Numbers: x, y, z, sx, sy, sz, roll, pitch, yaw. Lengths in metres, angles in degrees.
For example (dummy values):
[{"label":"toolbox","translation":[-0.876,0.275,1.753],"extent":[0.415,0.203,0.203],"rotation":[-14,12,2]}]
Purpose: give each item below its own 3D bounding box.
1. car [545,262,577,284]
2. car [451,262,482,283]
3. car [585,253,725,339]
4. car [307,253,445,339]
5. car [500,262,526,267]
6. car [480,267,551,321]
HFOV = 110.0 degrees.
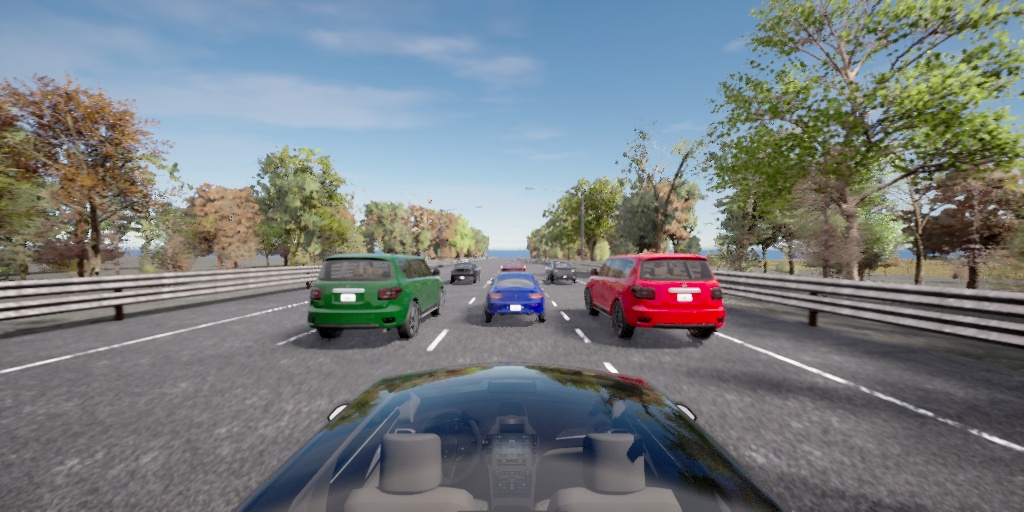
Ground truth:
[{"label":"car","translation":[3.601,1.205,26.803],"extent":[2.128,1.511,4.902],"rotation":[0,0,0]},{"label":"car","translation":[-3.399,1.218,26.905],"extent":[1.837,1.490,4.892],"rotation":[0,0,0]},{"label":"car","translation":[3.604,0.954,10.164],"extent":[2.150,2.045,5.566],"rotation":[0,0,0]},{"label":"car","translation":[-3.397,0.954,10.114],"extent":[2.150,2.045,5.566],"rotation":[0,0,0]},{"label":"car","translation":[0.101,1.190,28.343],"extent":[1.882,1.535,5.008],"rotation":[0,0,0]},{"label":"car","translation":[0.099,1.255,12.146],"extent":[1.812,1.442,4.674],"rotation":[0,0,0]}]
